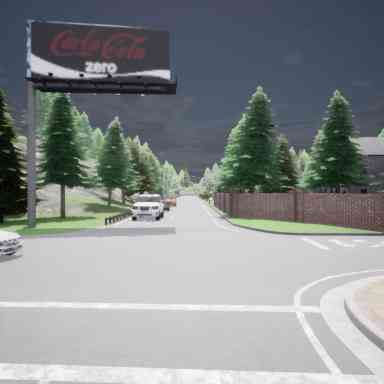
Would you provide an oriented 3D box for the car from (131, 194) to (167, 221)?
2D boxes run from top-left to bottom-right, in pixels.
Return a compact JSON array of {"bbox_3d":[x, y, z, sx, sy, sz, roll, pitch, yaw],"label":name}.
[{"bbox_3d":[-3.593,1.221,27.840,2.150,2.045,5.566,0,0,0],"label":"car"}]

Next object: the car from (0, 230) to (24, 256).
[{"bbox_3d":[-8.574,1.700,12.081,4.674,1.442,1.812,0,0,6],"label":"car"}]

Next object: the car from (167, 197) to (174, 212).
[{"bbox_3d":[-3.579,1.563,38.768,1.994,1.385,4.181,0,0,0],"label":"car"}]

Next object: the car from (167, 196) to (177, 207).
[{"bbox_3d":[-3.555,1.351,52.180,2.097,1.767,4.553,0,0,0],"label":"car"}]
